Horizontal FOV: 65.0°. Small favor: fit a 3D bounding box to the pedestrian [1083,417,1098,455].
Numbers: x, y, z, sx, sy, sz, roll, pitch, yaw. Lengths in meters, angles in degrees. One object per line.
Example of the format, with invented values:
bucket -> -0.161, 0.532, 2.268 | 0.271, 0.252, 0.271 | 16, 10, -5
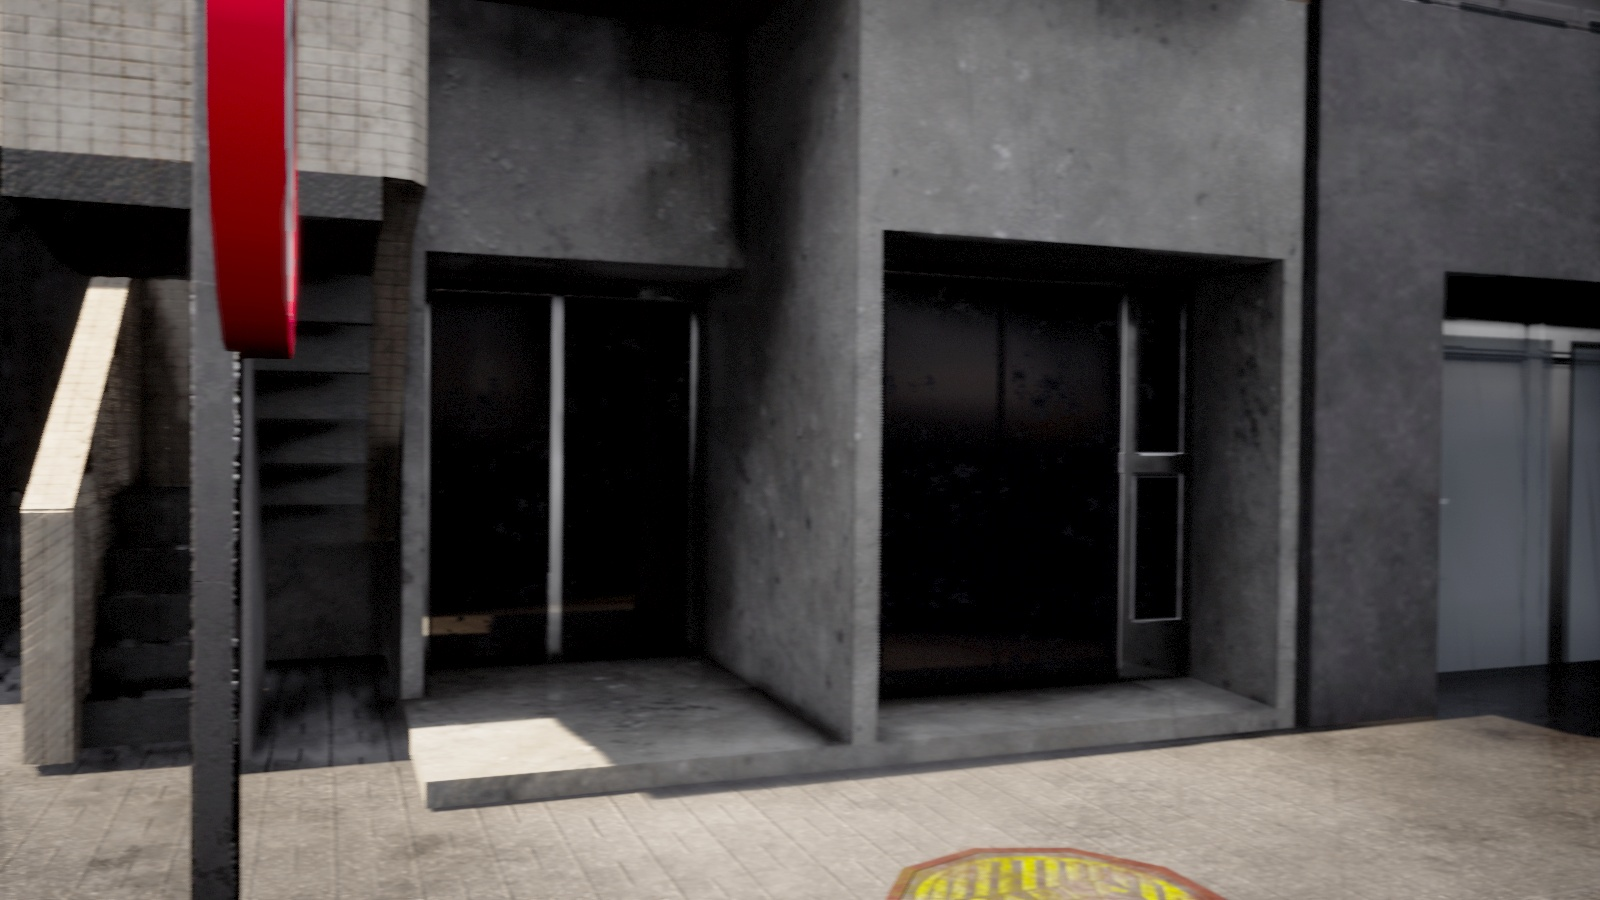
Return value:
pedestrian -> 15.040, -0.721, 64.985 | 0.396, 1.930, 0.692 | -1, 1, -22
